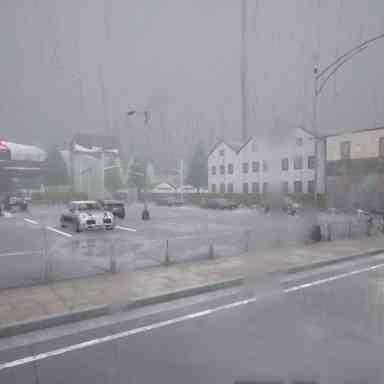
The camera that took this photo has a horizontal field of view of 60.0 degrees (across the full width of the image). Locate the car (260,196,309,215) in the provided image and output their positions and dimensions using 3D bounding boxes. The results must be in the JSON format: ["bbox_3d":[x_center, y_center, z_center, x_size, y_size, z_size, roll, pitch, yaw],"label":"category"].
[{"bbox_3d":[8.475,1.176,30.615,2.097,1.767,4.553,0,0,-35],"label":"car"}]

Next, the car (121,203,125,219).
[{"bbox_3d":[-6.733,1.313,25.548,2.007,1.523,4.514,0,0,-36],"label":"car"}]

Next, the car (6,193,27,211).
[{"bbox_3d":[-20.120,1.092,37.950,1.905,1.878,3.866,0,0,-36],"label":"car"}]

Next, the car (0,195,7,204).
[{"bbox_3d":[-39.486,1.495,65.901,4.611,1.667,2.242,0,0,-36],"label":"car"}]

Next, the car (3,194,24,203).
[{"bbox_3d":[-39.260,1.328,73.030,3.866,1.878,1.905,0,0,-36],"label":"car"}]

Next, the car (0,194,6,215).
[{"bbox_3d":[-18.207,1.113,29.640,1.932,1.855,4.605,0,0,-36],"label":"car"}]

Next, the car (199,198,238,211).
[{"bbox_3d":[2.940,1.371,38.380,2.033,1.411,5.357,0,0,-36],"label":"car"}]

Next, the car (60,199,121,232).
[{"bbox_3d":[-5.603,1.248,17.685,1.970,1.475,3.806,0,0,-36],"label":"car"}]

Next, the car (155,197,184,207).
[{"bbox_3d":[-3.320,1.371,47.237,2.033,1.411,5.357,0,0,-35],"label":"car"}]
